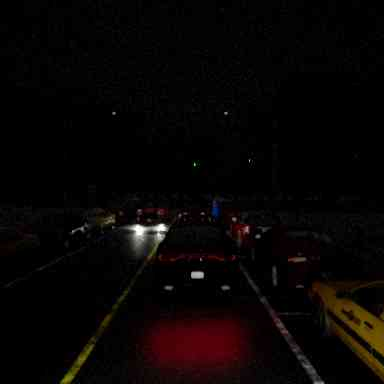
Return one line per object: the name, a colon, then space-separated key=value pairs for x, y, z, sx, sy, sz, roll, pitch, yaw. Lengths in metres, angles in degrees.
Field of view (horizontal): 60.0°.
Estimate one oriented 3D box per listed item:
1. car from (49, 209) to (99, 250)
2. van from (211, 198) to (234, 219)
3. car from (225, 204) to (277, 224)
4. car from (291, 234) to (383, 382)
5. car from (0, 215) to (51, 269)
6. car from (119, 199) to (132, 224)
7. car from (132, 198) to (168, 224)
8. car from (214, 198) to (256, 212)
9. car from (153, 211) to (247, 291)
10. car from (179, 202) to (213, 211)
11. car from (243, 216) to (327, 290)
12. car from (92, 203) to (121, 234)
car: x=-5.762 y=1.619 z=14.485 sx=1.947 sy=1.339 sz=4.313 roll=0 pitch=0 yaw=0
van: x=2.766 y=1.456 z=30.797 sx=1.690 sy=1.788 sz=3.998 roll=0 pitch=0 yaw=0
car: x=2.763 y=1.493 z=14.484 sx=1.967 sy=1.590 sz=4.097 roll=0 pitch=0 yaw=0
car: x=2.761 y=1.539 z=3.778 sx=1.752 sy=1.417 sz=4.829 roll=0 pitch=0 yaw=0
car: x=-5.763 y=1.558 z=8.878 sx=1.752 sy=1.417 sz=4.829 roll=0 pitch=0 yaw=0
car: x=-5.760 y=1.535 z=25.360 sx=1.967 sy=1.590 sz=4.097 roll=0 pitch=0 yaw=0
car: x=-3.021 y=1.447 z=25.818 sx=2.097 sy=1.767 sz=4.553 roll=0 pitch=0 yaw=1
car: x=2.764 y=1.388 z=19.922 sx=2.192 sy=1.841 sz=5.009 roll=0 pitch=0 yaw=0
car: x=0.095 y=1.511 z=9.131 sx=1.882 sy=1.535 sz=5.008 roll=0 pitch=0 yaw=0
car: x=0.104 y=1.578 z=23.159 sx=2.128 sy=1.511 sz=4.902 roll=0 pitch=0 yaw=0
car: x=2.762 y=1.578 z=9.046 sx=1.887 sy=1.381 sz=4.507 roll=0 pitch=0 yaw=0
car: x=-5.761 y=1.598 z=19.753 sx=1.752 sy=1.417 sz=4.829 roll=0 pitch=0 yaw=0
